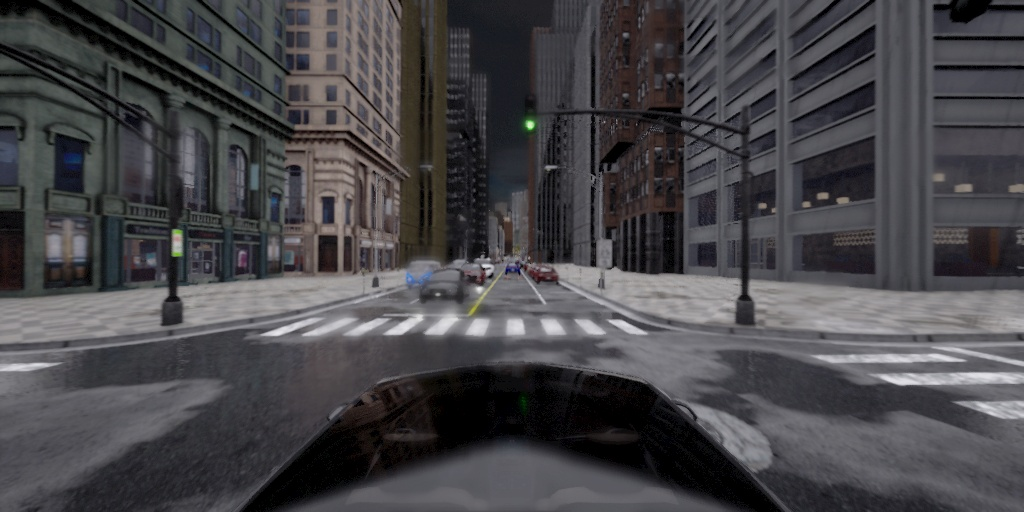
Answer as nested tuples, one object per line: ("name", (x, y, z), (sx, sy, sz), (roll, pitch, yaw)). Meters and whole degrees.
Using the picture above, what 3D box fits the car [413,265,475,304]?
("car", (-3.085, 1.365, 17.242), (1.837, 1.490, 4.892), (0, 0, -1))

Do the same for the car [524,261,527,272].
("car", (2.781, 1.660, 46.054), (1.751, 1.417, 4.829), (0, 0, 0))

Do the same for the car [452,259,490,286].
("car", (-3.090, 1.297, 27.514), (2.097, 1.767, 4.553), (0, 0, 0))

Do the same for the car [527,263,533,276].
("car", (2.782, 1.584, 34.834), (1.888, 1.381, 4.507), (0, 0, 0))

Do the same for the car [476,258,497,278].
("car", (-3.079, 1.256, 37.953), (2.150, 2.045, 5.566), (0, 0, 0))

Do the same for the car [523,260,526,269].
("car", (2.780, 1.775, 56.935), (1.888, 1.381, 4.507), (0, 0, 0))

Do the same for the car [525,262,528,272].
("car", (2.781, 1.632, 40.359), (1.888, 1.381, 4.507), (0, 0, 0))

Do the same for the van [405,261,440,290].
("van", (-5.774, 1.240, 23.804), (1.690, 1.789, 3.998), (0, 0, 0))

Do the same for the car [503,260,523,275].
("car", (0.111, 1.606, 46.855), (1.882, 1.535, 5.008), (0, -1, 0))

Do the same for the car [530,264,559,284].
("car", (2.782, 1.537, 29.309), (1.888, 1.381, 4.507), (0, 0, 0))
